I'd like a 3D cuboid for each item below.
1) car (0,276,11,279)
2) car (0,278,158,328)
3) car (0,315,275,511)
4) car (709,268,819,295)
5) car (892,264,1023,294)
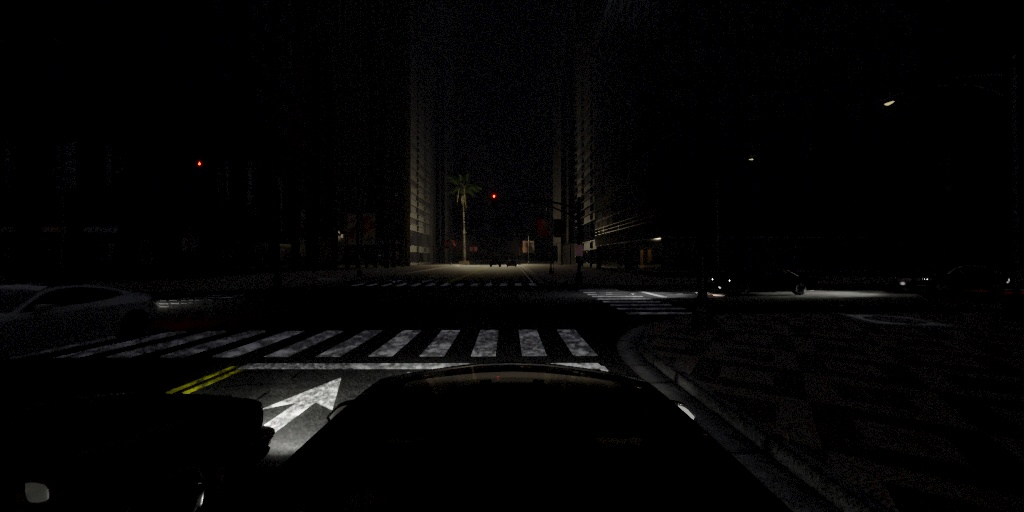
[{"bbox_3d":[-23.025,1.327,14.952,4.902,1.511,2.128,0,0,0],"label":"car"},{"bbox_3d":[-9.742,1.277,7.189,1.812,1.442,4.674,1,0,-6],"label":"car"},{"bbox_3d":[-3.176,1.297,0.710,2.033,1.411,5.357,0,0,4],"label":"car"},{"bbox_3d":[12.997,1.316,18.734,4.718,1.301,1.895,0,0,-2],"label":"car"},{"bbox_3d":[23.002,1.173,18.900,4.902,1.511,2.128,0,0,-1],"label":"car"}]
